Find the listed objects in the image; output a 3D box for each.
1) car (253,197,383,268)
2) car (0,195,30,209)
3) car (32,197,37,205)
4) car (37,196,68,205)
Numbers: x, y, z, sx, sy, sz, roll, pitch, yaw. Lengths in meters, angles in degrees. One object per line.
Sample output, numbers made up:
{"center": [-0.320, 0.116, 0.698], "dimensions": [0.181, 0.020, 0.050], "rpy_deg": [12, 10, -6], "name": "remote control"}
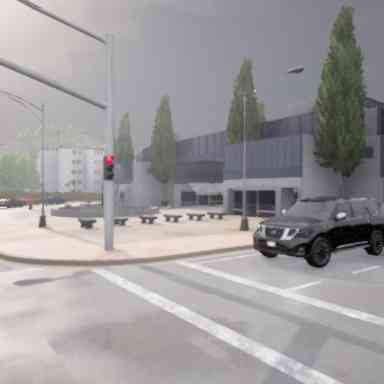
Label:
{"center": [4.661, 1.212, 11.630], "dimensions": [5.566, 2.045, 2.150], "rpy_deg": [0, 0, -35], "name": "car"}
{"center": [-25.244, 1.542, 46.245], "dimensions": [2.033, 1.411, 5.357], "rpy_deg": [0, 0, 3], "name": "car"}
{"center": [-27.350, 1.344, 55.238], "dimensions": [2.097, 1.767, 4.553], "rpy_deg": [0, 0, 15], "name": "car"}
{"center": [-23.336, 1.466, 56.710], "dimensions": [1.882, 1.535, 5.008], "rpy_deg": [0, 0, 20], "name": "car"}
